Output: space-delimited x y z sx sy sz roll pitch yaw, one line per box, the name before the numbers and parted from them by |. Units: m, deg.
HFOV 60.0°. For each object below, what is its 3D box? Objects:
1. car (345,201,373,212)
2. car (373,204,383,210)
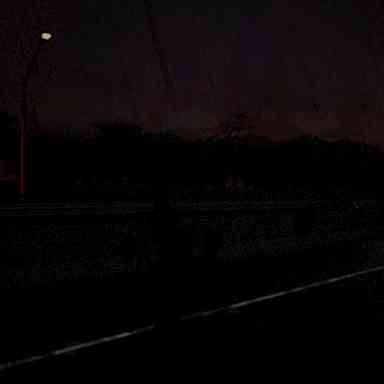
car | 20.280 1.788 39.911 4.674 1.442 1.812 1 0 -35
car | 22.683 1.830 37.326 4.181 1.385 1.994 1 0 -35
